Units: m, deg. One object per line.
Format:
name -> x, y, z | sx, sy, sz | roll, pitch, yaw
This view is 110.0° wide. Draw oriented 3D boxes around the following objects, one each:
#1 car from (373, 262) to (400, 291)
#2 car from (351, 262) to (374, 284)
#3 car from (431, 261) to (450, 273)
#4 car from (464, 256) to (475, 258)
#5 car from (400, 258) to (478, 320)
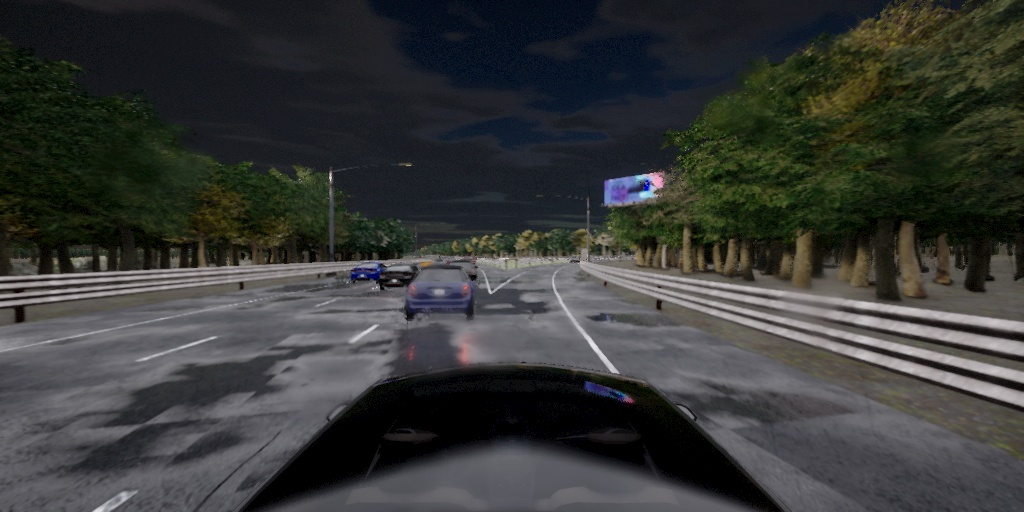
car -> -6.558, 1.204, 21.749 | 1.882, 1.535, 5.008 | 0, 0, -5
car -> -10.565, 1.201, 27.212 | 1.882, 1.535, 5.008 | 0, 0, -5
car -> -8.628, 1.345, 43.648 | 1.895, 1.301, 4.718 | 0, 0, -6
car -> -3.365, 1.079, 24.195 | 2.097, 1.767, 4.553 | 0, 0, -5
car -> -2.338, 1.088, 12.744 | 2.097, 1.767, 4.553 | 0, 0, -5
